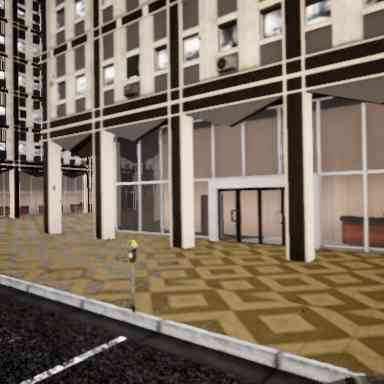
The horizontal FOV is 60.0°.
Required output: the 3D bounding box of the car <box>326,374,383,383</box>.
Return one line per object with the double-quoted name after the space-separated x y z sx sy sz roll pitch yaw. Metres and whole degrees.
2.482 1.534 1.113 4.403 1.369 2.008 -1 -1 35 "car"
